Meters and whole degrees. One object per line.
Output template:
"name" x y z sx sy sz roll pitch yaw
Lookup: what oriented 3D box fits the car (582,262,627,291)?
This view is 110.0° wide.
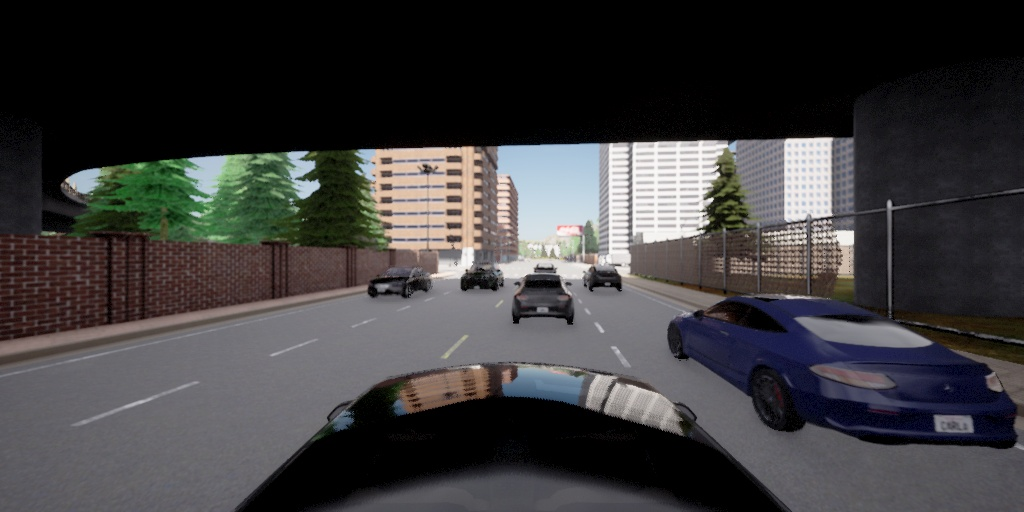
"car" 5.540 1.320 22.268 1.837 1.490 4.892 0 0 6

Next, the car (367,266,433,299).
"car" -5.590 1.283 18.444 2.128 1.511 4.902 0 0 6

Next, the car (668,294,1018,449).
"car" 3.963 1.291 5.386 1.812 1.442 4.674 0 0 4

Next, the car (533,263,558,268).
"car" 2.690 1.323 29.025 2.128 1.511 4.902 0 0 6

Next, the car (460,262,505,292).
"car" -1.714 1.158 21.946 2.097 1.767 4.553 0 0 6

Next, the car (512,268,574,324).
"car" 1.041 1.306 12.065 1.812 1.442 4.674 0 0 5
